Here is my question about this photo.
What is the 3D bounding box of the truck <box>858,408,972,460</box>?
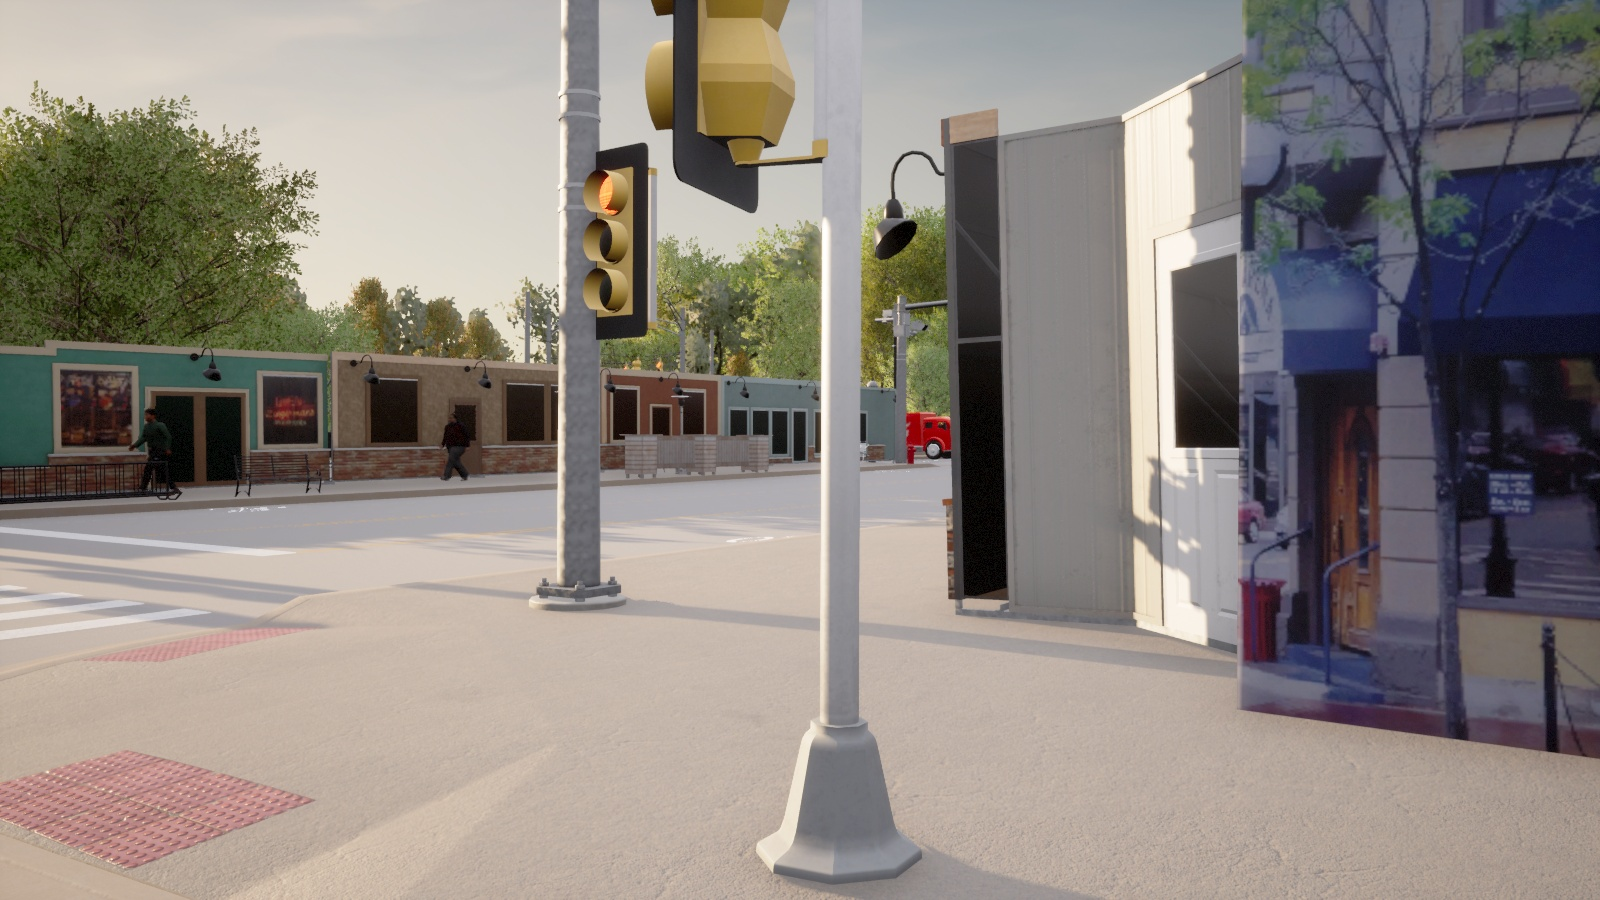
[{"bbox_3d":[6.029,-0.823,65.672,5.204,2.467,2.627,-3,0,29],"label":"truck"}]

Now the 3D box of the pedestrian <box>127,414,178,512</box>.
[{"bbox_3d":[-13.121,0.249,25.463,0.423,1.949,0.788,0,1,36],"label":"pedestrian"}]

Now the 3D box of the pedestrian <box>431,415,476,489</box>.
[{"bbox_3d":[-8.861,0.045,32.124,0.634,1.844,0.899,0,1,32],"label":"pedestrian"}]
